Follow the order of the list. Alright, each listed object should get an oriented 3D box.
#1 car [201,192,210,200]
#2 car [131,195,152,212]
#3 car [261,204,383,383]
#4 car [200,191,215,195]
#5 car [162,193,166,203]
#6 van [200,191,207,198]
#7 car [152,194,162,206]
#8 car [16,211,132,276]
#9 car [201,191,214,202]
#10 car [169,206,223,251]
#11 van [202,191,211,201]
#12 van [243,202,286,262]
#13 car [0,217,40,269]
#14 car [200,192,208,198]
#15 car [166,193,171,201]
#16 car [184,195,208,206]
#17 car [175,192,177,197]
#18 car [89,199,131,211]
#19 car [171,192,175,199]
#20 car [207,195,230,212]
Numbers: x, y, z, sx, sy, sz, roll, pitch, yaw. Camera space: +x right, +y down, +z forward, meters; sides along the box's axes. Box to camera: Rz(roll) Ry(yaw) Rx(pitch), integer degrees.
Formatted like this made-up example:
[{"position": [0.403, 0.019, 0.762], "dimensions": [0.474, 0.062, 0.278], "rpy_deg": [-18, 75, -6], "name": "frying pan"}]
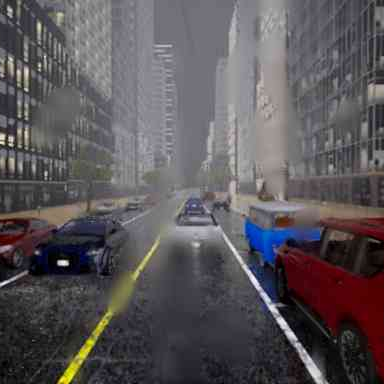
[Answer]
[{"position": [2.954, 0.821, 73.187], "dimensions": [1.967, 1.590, 4.097], "rpy_deg": [-1, 0, 0], "name": "car"}, {"position": [-5.575, 1.265, 33.435], "dimensions": [2.008, 1.369, 4.403], "rpy_deg": [0, 0, 0], "name": "car"}, {"position": [2.696, 1.274, 4.985], "dimensions": [2.192, 1.841, 5.009], "rpy_deg": [-1, 0, 0], "name": "car"}, {"position": [2.888, 0.841, 56.136], "dimensions": [2.192, 1.841, 5.009], "rpy_deg": [-1, 0, 0], "name": "car"}, {"position": [-5.512, 1.009, 50.485], "dimensions": [1.967, 1.590, 4.097], "rpy_deg": [0, 0, 0], "name": "car"}, {"position": [3.017, 0.575, 90.236], "dimensions": [1.690, 1.788, 3.998], "rpy_deg": [0, 0, 0], "name": "van"}, {"position": [-5.532, 1.199, 44.803], "dimensions": [1.802, 1.307, 4.206], "rpy_deg": [0, 0, 0], "name": "car"}, {"position": [-3.065, 1.478, 9.902], "dimensions": [1.994, 1.385, 4.181], "rpy_deg": [0, 0, 0], "name": "car"}, {"position": [2.910, 0.793, 61.820], "dimensions": [2.192, 1.841, 5.009], "rpy_deg": [-1, 0, 0], "name": "car"}, {"position": [0.149, 1.486, 13.578], "dimensions": [1.895, 1.301, 4.718], "rpy_deg": [0, 0, 0], "name": "car"}, {"position": [2.932, 0.771, 67.503], "dimensions": [1.690, 1.788, 3.998], "rpy_deg": [-1, 0, 0], "name": "van"}, {"position": [2.718, 1.252, 10.669], "dimensions": [1.690, 1.788, 3.998], "rpy_deg": [-1, 0, 0], "name": "van"}, {"position": [-5.661, 1.488, 10.702], "dimensions": [1.802, 1.307, 4.206], "rpy_deg": [0, 0, 0], "name": "car"}, {"position": [2.996, 0.723, 84.554], "dimensions": [1.967, 1.590, 4.097], "rpy_deg": [-1, 0, 0], "name": "car"}, {"position": [-5.469, 0.999, 61.683], "dimensions": [1.752, 1.417, 4.829], "rpy_deg": [0, 0, 0], "name": "car"}, {"position": [0.220, 1.274, 32.358], "dimensions": [2.033, 1.411, 5.357], "rpy_deg": [0, 1, 0], "name": "car"}, {"position": [-5.383, 0.828, 84.587], "dimensions": [2.008, 1.369, 4.403], "rpy_deg": [0, 0, 0], "name": "car"}, {"position": [-5.618, 1.361, 22.069], "dimensions": [2.008, 1.369, 4.403], "rpy_deg": [0, 0, 0], "name": "car"}, {"position": [-5.426, 0.941, 73.220], "dimensions": [1.947, 1.339, 4.313], "rpy_deg": [0, 0, 0], "name": "car"}, {"position": [2.805, 1.270, 33.404], "dimensions": [2.008, 1.369, 4.403], "rpy_deg": [-1, 0, 0], "name": "car"}]
